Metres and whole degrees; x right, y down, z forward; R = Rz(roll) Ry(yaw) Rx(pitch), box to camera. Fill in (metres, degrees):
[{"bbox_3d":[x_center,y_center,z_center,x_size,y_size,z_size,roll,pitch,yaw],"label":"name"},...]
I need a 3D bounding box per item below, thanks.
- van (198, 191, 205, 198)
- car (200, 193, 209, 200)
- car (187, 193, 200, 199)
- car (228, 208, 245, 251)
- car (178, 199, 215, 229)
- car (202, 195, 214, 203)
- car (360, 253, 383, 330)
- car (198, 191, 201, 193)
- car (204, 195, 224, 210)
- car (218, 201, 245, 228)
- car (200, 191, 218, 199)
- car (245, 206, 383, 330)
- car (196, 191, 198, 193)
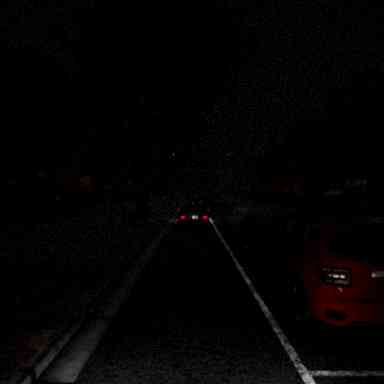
[{"bbox_3d":[2.673,0.633,95.395,1.690,1.788,3.998,1,0,0],"label":"van"},{"bbox_3d":[2.665,1.014,73.233,1.887,1.381,4.507,1,0,0],"label":"car"},{"bbox_3d":[0.112,1.269,48.158,1.895,1.301,4.718,0,0,0],"label":"car"},{"bbox_3d":[2.649,1.492,12.282,1.947,1.339,4.313,1,0,0],"label":"car"},{"bbox_3d":[0.105,1.420,20.643,2.033,1.411,5.357,0,0,0],"label":"car"},{"bbox_3d":[2.660,1.167,56.611,1.947,1.339,4.313,1,0,0],"label":"car"},{"bbox_3d":[2.647,1.433,1.199,1.967,1.590,4.097,1,0,0],"label":"car"},{"bbox_3d":[2.665,0.873,62.150,2.192,1.841,5.009,1,0,0],"label":"car"},{"bbox_3d":[2.655,1.326,34.448,2.008,1.369,4.403,1,0,0],"label":"car"},{"bbox_3d":[2.651,1.415,17.994,1.752,1.417,4.829,1,0,0],"label":"car"},{"bbox_3d":[2.661,1.004,45.528,2.192,1.841,5.009,1,0,0],"label":"car"},{"bbox_3d":[2.650,1.275,6.740,2.192,1.841,5.009,1,0,0],"label":"car"},{"bbox_3d":[2.669,0.740,78.772,2.192,1.841,5.009,1,0,0],"label":"car"}]
